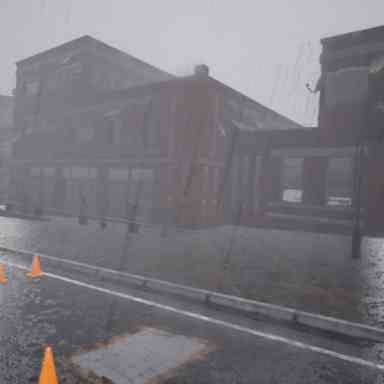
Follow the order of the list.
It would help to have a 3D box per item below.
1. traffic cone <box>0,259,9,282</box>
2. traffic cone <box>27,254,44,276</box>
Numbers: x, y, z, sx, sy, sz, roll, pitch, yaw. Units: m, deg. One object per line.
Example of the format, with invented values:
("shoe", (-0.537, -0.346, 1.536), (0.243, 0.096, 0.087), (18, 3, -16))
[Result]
("traffic cone", (-5.155, 2.090, 8.912), (0.340, 0.580, 0.340), (0, -2, 37))
("traffic cone", (-4.557, 2.117, 9.698), (0.340, 0.580, 0.340), (0, -2, 37))
